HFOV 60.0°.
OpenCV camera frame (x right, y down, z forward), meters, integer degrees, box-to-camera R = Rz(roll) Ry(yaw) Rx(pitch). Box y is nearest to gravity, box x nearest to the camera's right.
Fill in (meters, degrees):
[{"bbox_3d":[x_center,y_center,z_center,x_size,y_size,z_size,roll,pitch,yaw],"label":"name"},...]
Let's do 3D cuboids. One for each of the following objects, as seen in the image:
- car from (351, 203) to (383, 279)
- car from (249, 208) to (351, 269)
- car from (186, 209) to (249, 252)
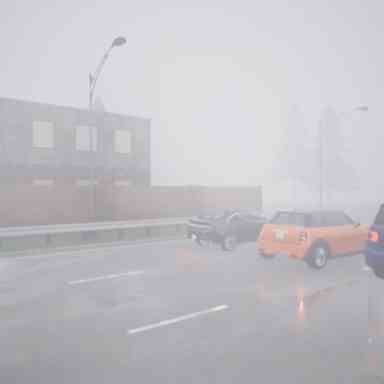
[{"bbox_3d":[6.718,1.193,8.604,5.566,2.045,2.150,0,0,-35],"label":"car"},{"bbox_3d":[4.386,1.325,11.242,4.553,1.767,2.097,0,0,-35],"label":"car"},{"bbox_3d":[2.063,1.465,13.887,4.902,1.511,2.128,0,0,-35],"label":"car"}]
